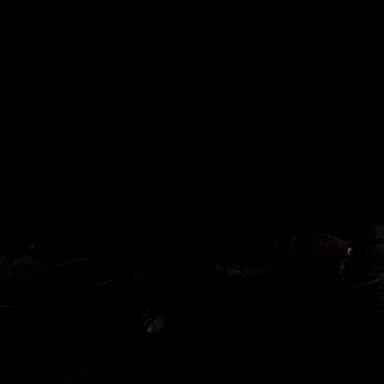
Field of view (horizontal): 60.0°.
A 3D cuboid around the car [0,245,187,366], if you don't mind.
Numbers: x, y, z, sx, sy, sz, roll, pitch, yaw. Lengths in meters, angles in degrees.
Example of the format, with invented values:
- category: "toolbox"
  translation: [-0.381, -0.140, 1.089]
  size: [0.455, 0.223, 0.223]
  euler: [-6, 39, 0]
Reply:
- category: "car"
  translation: [-2.086, 1.566, 5.049]
  size: [4.313, 1.339, 1.947]
  euler: [0, 0, -36]

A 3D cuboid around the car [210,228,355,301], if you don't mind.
- category: "car"
  translation: [2.392, 1.582, 8.246]
  size: [4.206, 1.307, 1.802]
  euler: [0, 0, -36]
